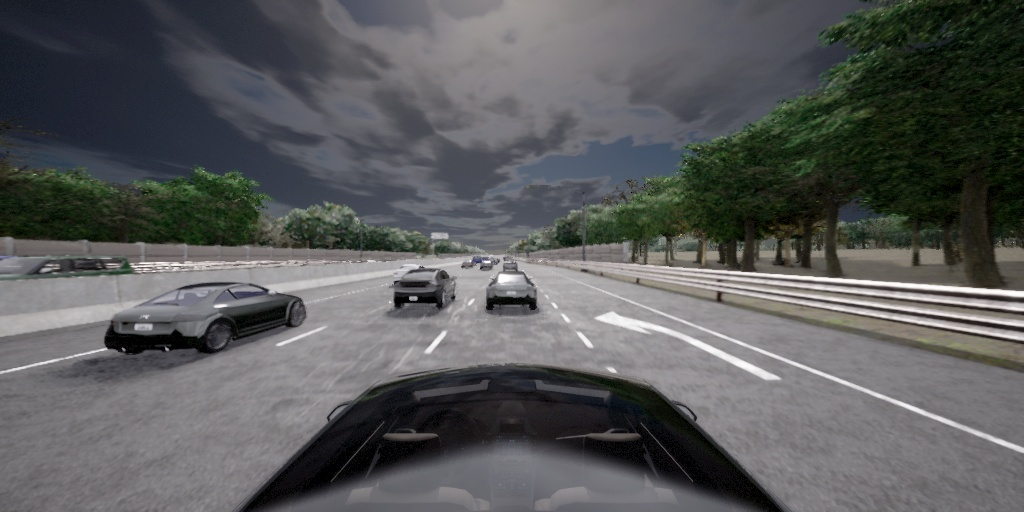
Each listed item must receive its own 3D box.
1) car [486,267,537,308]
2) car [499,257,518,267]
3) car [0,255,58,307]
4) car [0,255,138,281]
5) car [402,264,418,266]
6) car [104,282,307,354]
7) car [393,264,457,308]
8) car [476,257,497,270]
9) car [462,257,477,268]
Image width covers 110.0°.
[{"bbox_3d":[-0.024,1.324,15.185,1.994,1.385,4.181,0,0,0],"label":"car"},{"bbox_3d":[-0.219,1.260,46.379,2.128,1.511,4.902,0,0,-1],"label":"car"},{"bbox_3d":[-21.112,0.984,13.036,2.150,2.045,5.566,0,0,0],"label":"car"},{"bbox_3d":[-17.616,0.984,13.535,2.150,2.045,5.566,0,0,0],"label":"car"},{"bbox_3d":[-7.068,1.294,25.627,1.812,1.442,4.674,0,0,0],"label":"car"},{"bbox_3d":[-7.008,1.321,8.823,1.994,1.385,4.181,0,0,0],"label":"car"},{"bbox_3d":[-3.523,1.267,15.208,1.837,1.490,4.892,0,0,0],"label":"car"},{"bbox_3d":[-3.801,1.317,54.367,2.033,1.411,5.357,0,0,-1],"label":"car"},{"bbox_3d":[-7.377,1.320,60.781,2.033,1.411,5.357,0,0,-1],"label":"car"}]
